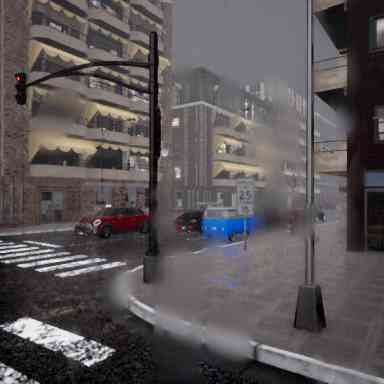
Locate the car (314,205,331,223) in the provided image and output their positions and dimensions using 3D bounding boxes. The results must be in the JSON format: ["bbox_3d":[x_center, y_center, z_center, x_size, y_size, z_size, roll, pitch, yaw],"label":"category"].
[{"bbox_3d":[11.725,2.233,32.422,2.008,1.369,4.403,-1,-2,35],"label":"car"}]

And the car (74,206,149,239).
[{"bbox_3d":[-4.549,1.639,19.411,2.097,1.767,4.553,0,-1,35],"label":"car"}]

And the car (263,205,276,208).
[{"bbox_3d":[8.388,2.223,37.620,1.837,1.490,4.892,0,-1,35],"label":"car"}]

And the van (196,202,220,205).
[{"bbox_3d":[1.681,1.903,32.709,1.690,1.788,3.998,-1,-2,35],"label":"van"}]

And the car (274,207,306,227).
[{"bbox_3d":[8.513,2.158,27.907,1.802,1.307,4.206,-1,-2,35],"label":"car"}]

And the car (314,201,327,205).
[{"bbox_3d":[24.159,2.889,64.299,1.802,1.307,4.206,-1,-2,35],"label":"car"}]

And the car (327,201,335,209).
[{"bbox_3d":[27.369,2.729,68.819,2.192,1.841,5.009,-1,-2,35],"label":"car"}]

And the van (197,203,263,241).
[{"bbox_3d":[2.229,1.704,18.787,1.690,1.788,3.998,-1,-2,35],"label":"van"}]

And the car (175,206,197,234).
[{"bbox_3d":[0.889,1.893,21.561,1.837,1.490,4.892,0,-1,35],"label":"car"}]

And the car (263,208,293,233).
[{"bbox_3d":[5.303,2.035,23.394,1.947,1.339,4.313,-1,-2,35],"label":"car"}]

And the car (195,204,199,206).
[{"bbox_3d":[1.204,2.005,27.535,1.812,1.442,4.674,0,-1,35],"label":"car"}]

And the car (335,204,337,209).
[{"bbox_3d":[30.581,3.064,73.327,1.887,1.381,4.507,-1,-2,35],"label":"car"}]

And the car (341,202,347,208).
[{"bbox_3d":[40.118,3.376,86.733,1.752,1.417,4.829,-1,-2,35],"label":"car"}]
